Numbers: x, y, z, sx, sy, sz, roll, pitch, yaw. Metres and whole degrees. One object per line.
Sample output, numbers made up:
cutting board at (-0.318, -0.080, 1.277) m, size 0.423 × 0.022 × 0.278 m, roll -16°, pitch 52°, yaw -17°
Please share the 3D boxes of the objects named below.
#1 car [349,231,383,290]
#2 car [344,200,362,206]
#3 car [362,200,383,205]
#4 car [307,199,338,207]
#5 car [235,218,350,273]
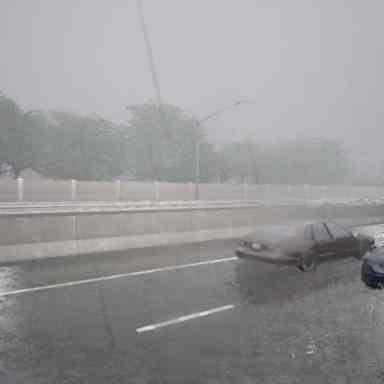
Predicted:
car at (5.912, 1.586, 7.963) m, size 4.181 × 1.385 × 1.994 m, roll 0°, pitch 0°, yaw -36°
car at (19.849, 1.655, 39.627) m, size 4.181 × 1.385 × 1.994 m, roll 0°, pitch 0°, yaw -35°
car at (21.150, 1.579, 36.260) m, size 4.902 × 1.511 × 2.128 m, roll 0°, pitch 0°, yaw -35°
car at (16.303, 1.612, 41.395) m, size 4.674 × 1.442 × 1.812 m, roll 0°, pitch 0°, yaw -35°
car at (3.852, 1.570, 10.794) m, size 5.357 × 1.411 × 2.033 m, roll 0°, pitch 0°, yaw -35°
